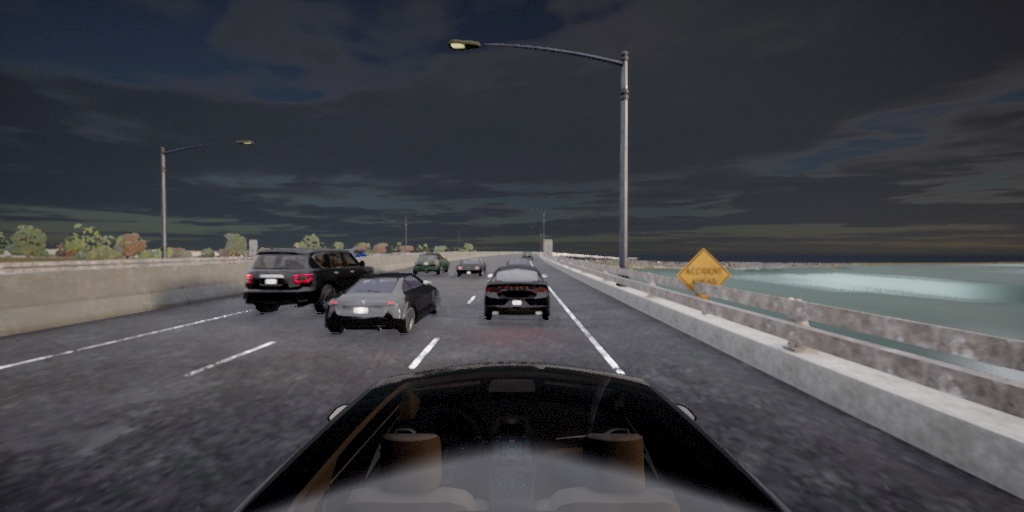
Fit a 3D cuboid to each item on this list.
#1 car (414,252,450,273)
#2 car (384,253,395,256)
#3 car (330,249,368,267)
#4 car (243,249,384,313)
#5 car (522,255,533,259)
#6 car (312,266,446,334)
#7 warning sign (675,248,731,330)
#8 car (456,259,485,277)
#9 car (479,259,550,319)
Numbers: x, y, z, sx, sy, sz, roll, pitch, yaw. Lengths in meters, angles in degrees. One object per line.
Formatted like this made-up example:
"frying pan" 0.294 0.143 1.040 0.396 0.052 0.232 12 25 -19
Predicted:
"car" -6.505 0.580 29.544 2.097 1.767 4.553 0 1 2
"car" -16.682 0.411 47.259 1.837 1.490 4.892 0 1 2
"car" -20.269 0.166 44.904 2.150 2.045 5.566 0 1 2
"car" -6.807 0.758 12.875 2.150 2.045 5.566 0 1 1
"car" 0.467 0.859 28.073 1.895 1.301 4.718 0 1 1
"car" -3.357 1.153 10.063 1.994 1.385 4.181 0 1 1
"warning sign" 4.606 0.737 8.614 1.300 1.860 1.060 0 0 1
"car" -3.044 0.860 27.930 1.895 1.301 4.718 0 1 1
"car" 0.176 1.033 11.956 1.882 1.535 5.008 0 1 1
